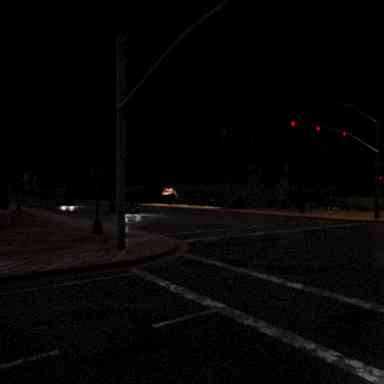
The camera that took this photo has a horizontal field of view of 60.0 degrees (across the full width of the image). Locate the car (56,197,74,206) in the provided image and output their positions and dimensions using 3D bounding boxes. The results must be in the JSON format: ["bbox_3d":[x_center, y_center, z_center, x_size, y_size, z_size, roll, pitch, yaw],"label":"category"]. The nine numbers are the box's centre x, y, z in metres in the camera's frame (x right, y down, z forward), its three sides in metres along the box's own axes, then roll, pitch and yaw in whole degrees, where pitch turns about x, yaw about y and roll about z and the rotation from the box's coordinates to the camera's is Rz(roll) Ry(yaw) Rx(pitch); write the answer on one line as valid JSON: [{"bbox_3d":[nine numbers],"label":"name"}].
[{"bbox_3d":[-20.393,1.562,53.435,1.994,1.385,4.181,0,0,-35],"label":"car"}]

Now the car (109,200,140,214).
[{"bbox_3d":[-7.157,1.523,34.768,1.812,1.442,4.674,0,0,-36],"label":"car"}]
